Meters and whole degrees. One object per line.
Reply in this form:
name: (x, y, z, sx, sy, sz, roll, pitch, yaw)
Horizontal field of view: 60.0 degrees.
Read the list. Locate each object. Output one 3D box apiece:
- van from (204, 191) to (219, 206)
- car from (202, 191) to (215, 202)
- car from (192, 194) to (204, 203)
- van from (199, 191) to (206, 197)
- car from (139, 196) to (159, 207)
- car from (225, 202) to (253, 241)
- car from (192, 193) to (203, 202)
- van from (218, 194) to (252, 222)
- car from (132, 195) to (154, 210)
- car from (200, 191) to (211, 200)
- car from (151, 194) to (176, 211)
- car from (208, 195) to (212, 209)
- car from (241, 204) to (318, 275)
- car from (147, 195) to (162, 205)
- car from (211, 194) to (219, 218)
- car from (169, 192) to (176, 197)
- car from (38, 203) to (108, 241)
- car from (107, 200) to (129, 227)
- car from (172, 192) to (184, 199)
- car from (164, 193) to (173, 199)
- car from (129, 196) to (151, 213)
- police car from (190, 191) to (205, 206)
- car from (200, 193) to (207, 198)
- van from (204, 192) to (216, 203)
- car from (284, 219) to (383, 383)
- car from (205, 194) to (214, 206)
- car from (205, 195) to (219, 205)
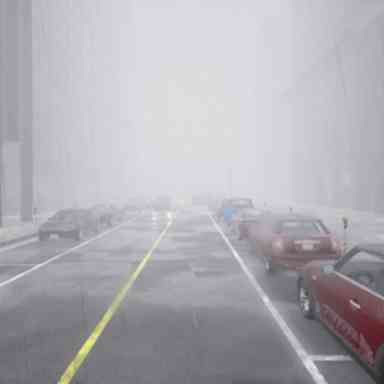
van: (2.920, 1.000, 44.065, 1.690, 1.788, 3.998, 0, 0, 0)
car: (2.948, 0.845, 61.010, 2.192, 1.841, 5.009, 0, 0, 0)
car: (0.989, 1.072, 56.294, 1.837, 1.490, 4.892, 0, 0, 0)
van: (3.005, 0.584, 94.901, 1.690, 1.788, 3.998, 0, 1, 0)
car: (-5.603, 1.212, 44.077, 2.008, 1.369, 4.403, 0, 0, 0)
car: (2.877, 1.420, 15.824, 1.887, 1.381, 4.507, 0, 0, 0)
car: (0.999, 1.026, 62.294, 1.837, 1.490, 4.892, 0, 0, 0)
van: (2.884, 1.173, 21.471, 1.690, 1.788, 3.998, 0, 0, 0)
car: (-5.613, 1.144, 38.427, 1.967, 1.590, 4.097, 0, 0, 0)
car: (2.967, 0.755, 72.307, 2.192, 1.841, 5.009, 0, 0, 0)
car: (-3.040, 1.231, 35.410, 1.837, 1.490, 4.892, 0, 0, 0)
car: (2.904, 1.290, 32.769, 1.887, 1.381, 4.507, 0, 0, 0)
car: (2.867, 1.359, 10.175, 1.967, 1.590, 4.097, 0, 0, 0)
car: (-5.594, 1.200, 49.725, 1.802, 1.307, 4.206, 0, 0, 0)
car: (2.894, 1.229, 27.120, 1.967, 1.590, 4.097, 0, 0, 0)
car: (-5.520, 0.811, 94.917, 1.947, 1.339, 4.313, 0, 1, 0)
car: (-5.648, 1.444, 15.833, 1.947, 1.339, 4.313, 0, 0, 0)
car: (-5.639, 1.379, 21.482, 1.887, 1.381, 4.507, 0, 0, 0)
car: (-2.877, 0.797, 77.014, 2.128, 1.511, 4.902, 0, 0, 0)
car: (-5.547, 0.977, 77.970, 1.802, 1.307, 4.206, 0, 0, 0)
car: (-5.621, 1.298, 32.779, 2.008, 1.369, 4.403, 0, 0, 0)
police car: (0.973, 1.067, 46.404, 1.930, 1.638, 5.238, 0, 0, 0)
car: (2.996, 0.876, 89.255, 1.802, 1.307, 4.206, 0, 1, 0)
van: (2.939, 0.914, 55.361, 1.690, 1.788, 3.998, 0, 0, 0)
car: (2.857, 1.403, 4.527, 1.967, 1.590, 4.097, 0, 0, 0)
car: (2.913, 1.268, 38.418, 1.947, 1.339, 4.313, 0, 0, 0)
car: (2.931, 1.161, 49.715, 1.887, 1.381, 4.507, 0, 0, 0)
